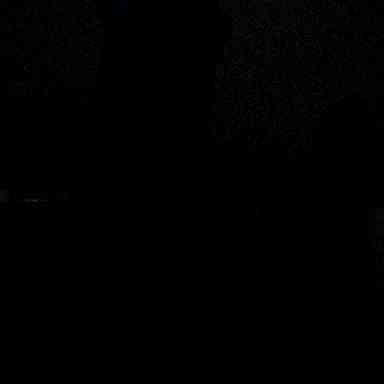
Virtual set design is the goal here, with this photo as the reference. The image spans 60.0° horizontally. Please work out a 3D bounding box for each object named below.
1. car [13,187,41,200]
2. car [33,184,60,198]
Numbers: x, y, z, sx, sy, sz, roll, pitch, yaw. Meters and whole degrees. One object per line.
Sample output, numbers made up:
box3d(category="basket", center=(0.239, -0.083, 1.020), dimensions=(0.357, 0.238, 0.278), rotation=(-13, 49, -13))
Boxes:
box3d(category="car", center=(-24.151, 0.300, 48.045), dimensions=(4.181, 1.385, 1.994), rotation=(3, 4, 39))
box3d(category="car", center=(-22.706, -0.187, 51.369), dimensions=(5.566, 2.045, 2.150), rotation=(3, 3, 39))
